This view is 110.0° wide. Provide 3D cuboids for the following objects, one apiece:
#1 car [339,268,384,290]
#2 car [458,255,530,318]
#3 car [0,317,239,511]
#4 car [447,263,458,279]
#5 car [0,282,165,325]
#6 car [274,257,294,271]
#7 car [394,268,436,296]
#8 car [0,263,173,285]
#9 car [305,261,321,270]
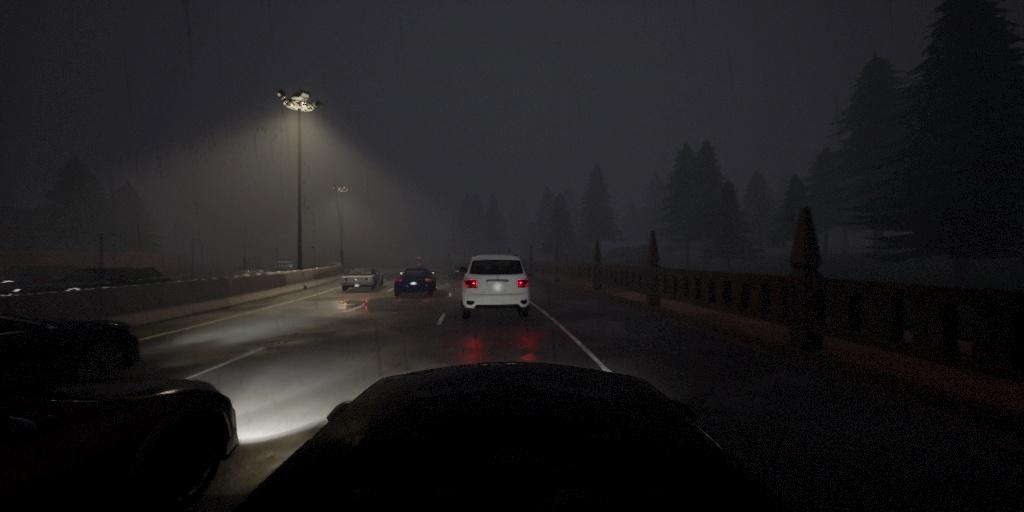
[{"bbox_3d":[-9.358,1.395,22.733,1.895,1.301,4.718,0,0,-12],"label":"car"},{"bbox_3d":[-0.717,0.979,13.245,2.150,2.045,5.566,0,0,-6],"label":"car"},{"bbox_3d":[-3.553,1.328,1.614,1.994,1.385,4.181,0,0,0],"label":"car"},{"bbox_3d":[-4.774,1.328,32.904,2.033,1.411,5.357,0,0,-17],"label":"car"},{"bbox_3d":[-7.091,1.270,3.946,2.128,1.511,4.902,0,0,-2],"label":"car"},{"bbox_3d":[-33.498,1.119,52.712,2.150,2.045,5.566,0,0,-33],"label":"car"},{"bbox_3d":[-5.282,1.341,19.888,1.994,1.385,4.181,0,0,-10],"label":"car"},{"bbox_3d":[-15.039,1.164,13.145,2.097,1.767,4.553,0,0,-8],"label":"car"},{"bbox_3d":[-29.026,1.429,52.185,2.033,1.411,5.357,0,0,-31],"label":"car"}]
